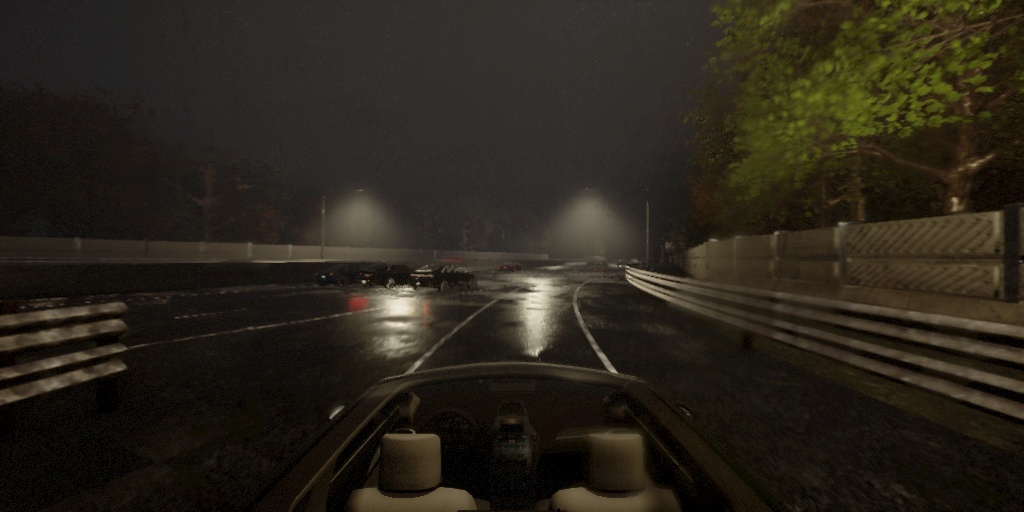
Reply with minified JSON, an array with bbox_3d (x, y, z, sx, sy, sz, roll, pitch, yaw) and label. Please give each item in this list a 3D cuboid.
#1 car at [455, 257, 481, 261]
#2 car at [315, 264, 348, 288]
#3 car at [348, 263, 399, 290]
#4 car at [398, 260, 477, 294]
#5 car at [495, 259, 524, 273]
[{"bbox_3d":[-7.593,1.328,63.541,1.837,1.490,4.892,0,0,24],"label":"car"},{"bbox_3d":[-10.292,1.200,22.927,1.994,1.385,4.181,0,0,24],"label":"car"},{"bbox_3d":[-7.042,1.167,21.623,1.837,1.490,4.892,0,0,24],"label":"car"},{"bbox_3d":[-3.768,1.204,20.335,2.128,1.511,4.902,1,0,24],"label":"car"},{"bbox_3d":[-0.060,1.389,46.021,1.994,1.385,4.181,0,0,24],"label":"car"}]
